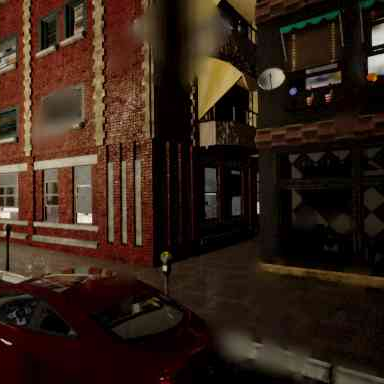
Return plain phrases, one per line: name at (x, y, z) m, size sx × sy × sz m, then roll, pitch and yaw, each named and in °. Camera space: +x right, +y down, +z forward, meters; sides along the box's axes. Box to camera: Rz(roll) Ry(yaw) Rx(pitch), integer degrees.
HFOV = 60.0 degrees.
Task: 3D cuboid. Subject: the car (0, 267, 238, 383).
car at (-1.501, 1.583, 3.923) m, size 4.206 × 1.307 × 1.802 m, roll 0°, pitch -1°, yaw 36°
